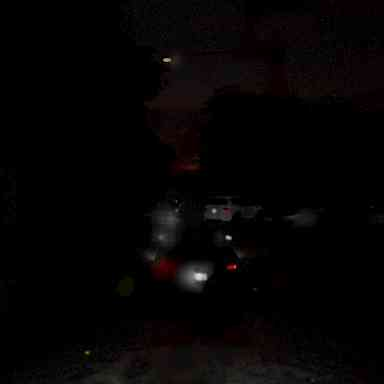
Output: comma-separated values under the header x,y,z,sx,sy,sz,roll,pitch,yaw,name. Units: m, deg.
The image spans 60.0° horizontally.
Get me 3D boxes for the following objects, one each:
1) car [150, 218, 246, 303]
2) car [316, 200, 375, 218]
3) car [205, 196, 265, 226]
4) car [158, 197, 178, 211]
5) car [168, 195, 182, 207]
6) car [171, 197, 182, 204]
x,y,z,sx,sy,sz,roll,pitch,yaw,name
0.100,1.591,8.334,1.994,1.385,4.181,0,0,0,car
13.053,1.415,28.427,4.674,1.442,1.812,-1,1,2,car
3.138,1.289,23.926,2.150,2.045,5.566,-2,-1,38,car
-3.084,1.668,41.045,1.895,1.301,4.718,1,0,0,car
-3.081,1.422,51.034,2.097,1.767,4.553,0,0,0,car
-2.998,1.640,65.580,1.895,1.301,4.718,0,0,0,car
